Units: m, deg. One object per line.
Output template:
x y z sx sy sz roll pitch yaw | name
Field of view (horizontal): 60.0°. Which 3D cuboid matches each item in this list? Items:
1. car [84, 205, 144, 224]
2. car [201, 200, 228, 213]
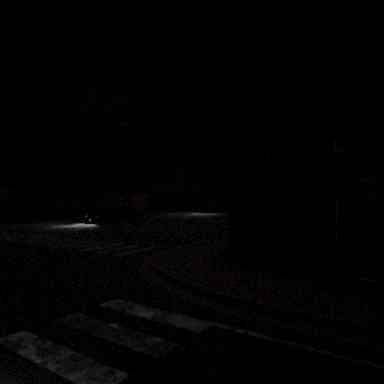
-6.507 1.860 28.445 2.033 1.411 5.357 -1 0 36 | car
3.091 1.789 41.852 1.882 1.535 5.008 -1 0 36 | car
